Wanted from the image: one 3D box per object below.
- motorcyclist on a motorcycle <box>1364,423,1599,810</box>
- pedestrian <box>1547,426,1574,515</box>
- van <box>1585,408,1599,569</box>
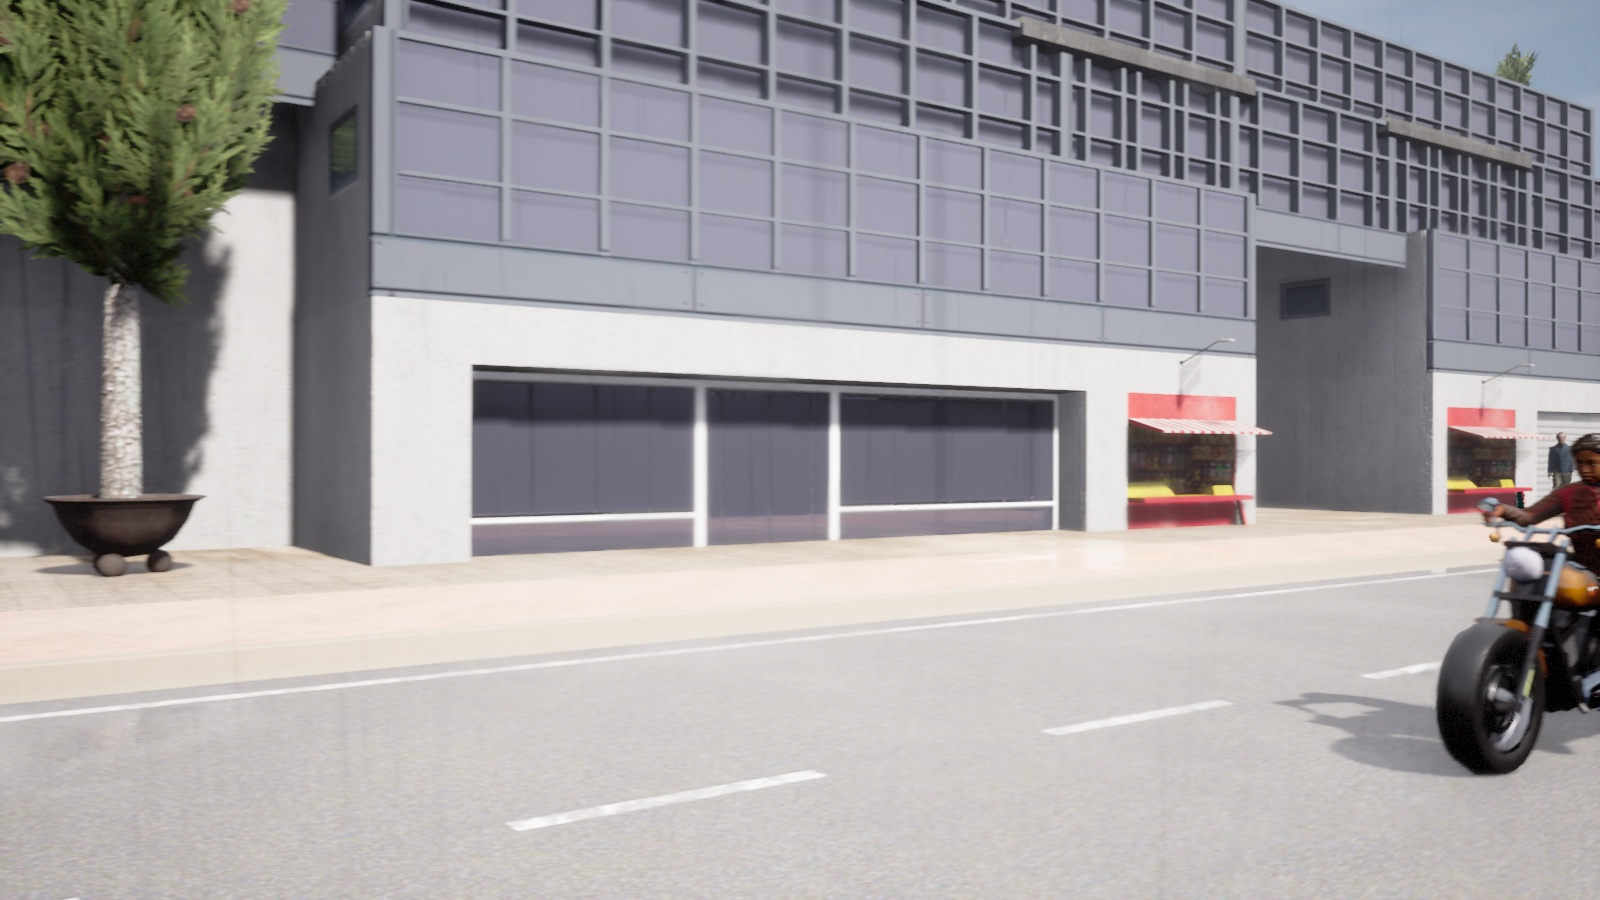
[{"bbox_3d":[3.877,0.703,6.326,2.350,1.649,0.766,0,0,-34],"label":"motorcyclist on a motorcycle"},{"bbox_3d":[16.037,0.434,26.480,0.402,1.842,0.726,0,0,37],"label":"pedestrian"},{"bbox_3d":[12.477,0.482,16.469,4.480,2.038,2.069,0,0,-34],"label":"van"}]
